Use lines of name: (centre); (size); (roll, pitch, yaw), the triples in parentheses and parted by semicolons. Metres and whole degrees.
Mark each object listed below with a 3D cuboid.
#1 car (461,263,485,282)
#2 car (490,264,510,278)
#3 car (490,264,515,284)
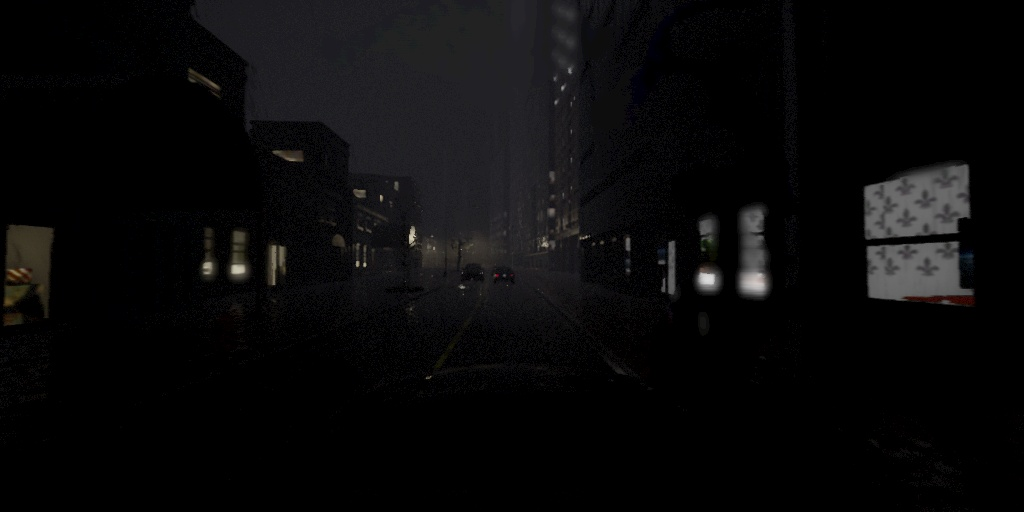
car: (-3.647, 1.472, 33.834); (2.097, 1.767, 4.553); (0, -1, -3)
car: (-1.529, 1.730, 43.395); (2.128, 1.511, 4.902); (0, -1, -4)
car: (-0.712, 1.651, 31.399); (2.033, 1.411, 5.357); (0, -1, -3)
